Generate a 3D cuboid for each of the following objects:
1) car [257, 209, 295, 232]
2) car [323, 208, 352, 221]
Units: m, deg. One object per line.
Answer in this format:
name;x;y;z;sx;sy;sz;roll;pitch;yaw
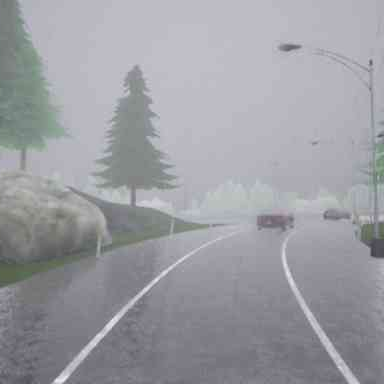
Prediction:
car;6.035;1.918;23.697;1.882;1.535;5.008;-2;-3;26
car;17.012;2.623;38.786;2.128;1.511;4.902;-5;-6;45
